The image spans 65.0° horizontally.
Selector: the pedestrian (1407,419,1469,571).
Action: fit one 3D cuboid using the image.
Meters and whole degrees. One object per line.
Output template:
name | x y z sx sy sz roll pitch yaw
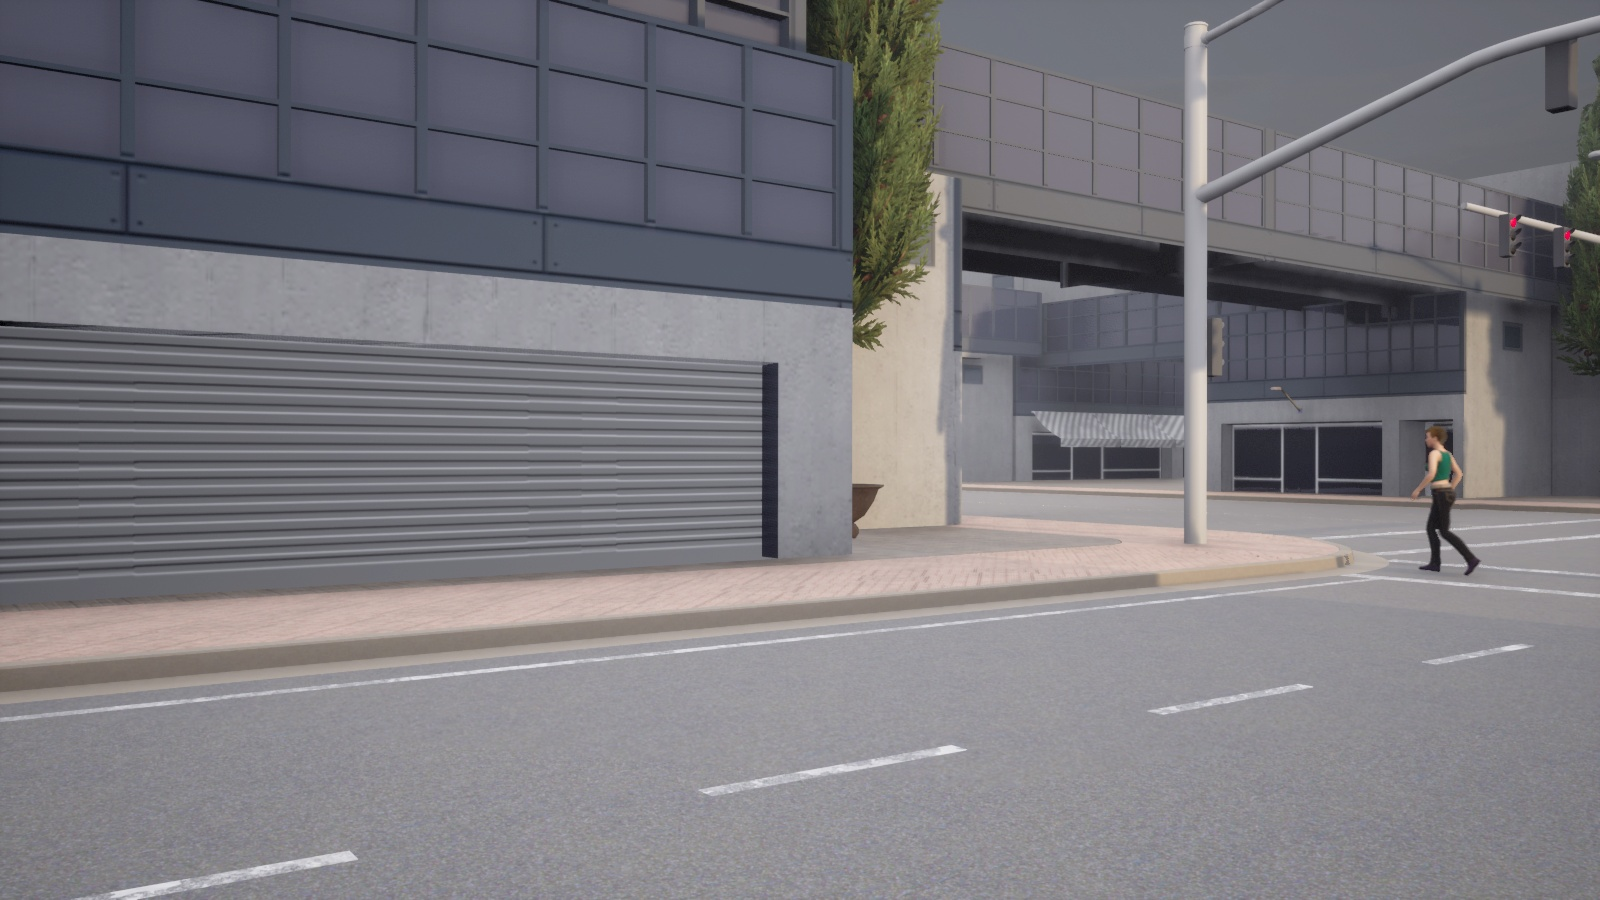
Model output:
pedestrian | 7.877 0.545 15.503 0.345 1.836 0.594 0 0 -44
